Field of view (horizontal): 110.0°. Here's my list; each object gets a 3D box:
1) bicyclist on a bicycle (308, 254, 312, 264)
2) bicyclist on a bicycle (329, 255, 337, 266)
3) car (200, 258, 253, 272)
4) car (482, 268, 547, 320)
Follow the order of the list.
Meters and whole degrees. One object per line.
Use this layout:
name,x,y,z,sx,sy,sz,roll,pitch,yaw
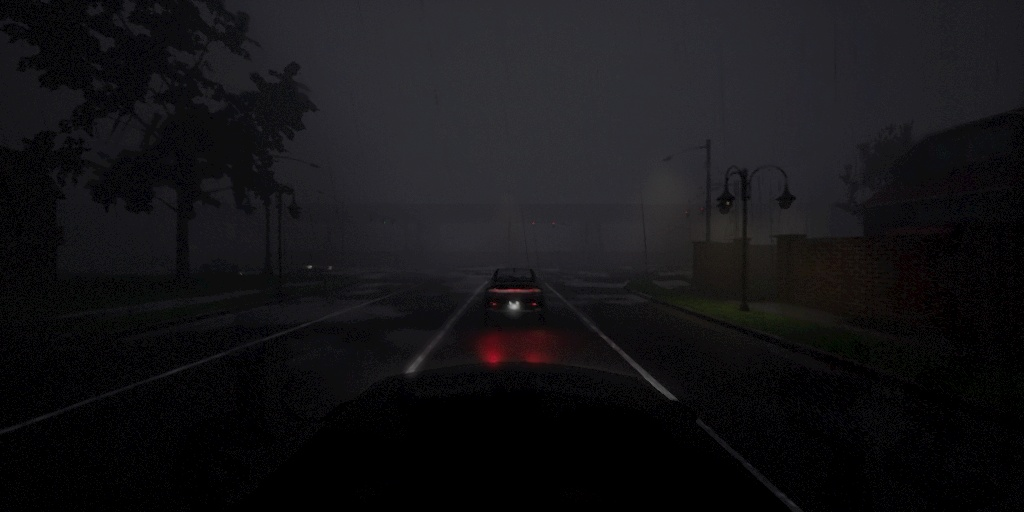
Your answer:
bicyclist on a bicycle,-31.599,0.451,56.177,0.582,1.620,1.656,0,1,-33
bicyclist on a bicycle,-27.047,0.626,54.090,0.582,1.620,1.656,0,1,14
car,-28.741,0.896,36.173,4.674,1.442,1.812,0,1,2
car,0.080,1.128,12.008,2.128,1.511,4.902,0,1,0
